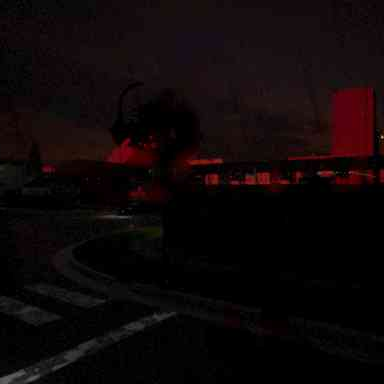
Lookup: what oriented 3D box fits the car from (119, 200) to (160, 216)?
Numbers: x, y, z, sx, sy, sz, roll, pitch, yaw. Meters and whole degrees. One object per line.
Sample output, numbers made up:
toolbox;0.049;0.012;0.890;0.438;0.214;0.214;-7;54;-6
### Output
car;-5.127;1.548;33.081;1.812;1.442;4.674;0;0;36
